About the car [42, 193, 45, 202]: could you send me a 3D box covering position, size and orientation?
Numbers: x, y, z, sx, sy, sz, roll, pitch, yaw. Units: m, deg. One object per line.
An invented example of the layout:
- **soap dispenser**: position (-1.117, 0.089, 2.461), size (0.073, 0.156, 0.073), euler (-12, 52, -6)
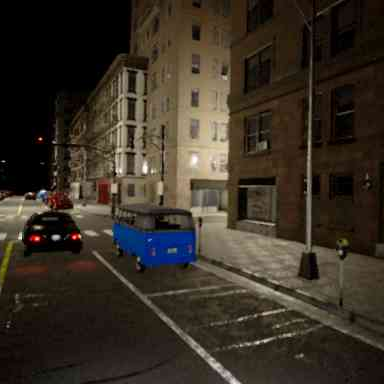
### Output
- **car**: position (-20.600, 1.118, 49.076), size (1.887, 1.381, 4.507), euler (1, 0, -27)

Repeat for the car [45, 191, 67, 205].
- **car**: position (-15.764, 0.989, 39.396), size (2.192, 1.841, 5.009), euler (1, 0, -27)

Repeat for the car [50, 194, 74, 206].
- **car**: position (-13.353, 1.268, 34.557), size (1.887, 1.381, 4.507), euler (1, 0, -27)

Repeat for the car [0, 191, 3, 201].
- **car**: position (-30.195, 0.952, 50.332), size (1.947, 1.339, 4.313), euler (1, 0, -27)

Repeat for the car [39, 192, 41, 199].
- **car**: position (-25.432, 1.038, 58.756), size (1.947, 1.339, 4.313), euler (1, 0, -27)

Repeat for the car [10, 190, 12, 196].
- **car**: position (-42.268, 0.444, 74.531), size (2.192, 1.841, 5.009), euler (1, 0, -27)

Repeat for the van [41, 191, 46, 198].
- **van**: position (-23.012, 0.864, 53.917), size (1.690, 1.788, 3.998), euler (1, 0, -27)

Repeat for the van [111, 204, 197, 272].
- **van**: position (-1.345, 1.310, 10.507), size (1.690, 1.788, 3.998), euler (1, 0, -27)

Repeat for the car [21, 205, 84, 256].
- **car**: position (-5.349, 1.437, 12.614), size (2.033, 1.411, 5.357), euler (1, 0, -27)

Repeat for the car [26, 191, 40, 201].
- **car**: position (-29.205, 0.944, 60.412), size (2.033, 1.411, 5.357), euler (1, 0, -27)

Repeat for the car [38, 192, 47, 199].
- **car**: position (-35.170, 0.790, 78.268), size (1.752, 1.417, 4.829), euler (1, 0, -27)

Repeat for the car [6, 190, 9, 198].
- **car**: position (-37.442, 0.798, 64.851), size (1.947, 1.339, 4.313), euler (1, 0, -27)

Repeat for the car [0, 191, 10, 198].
- **car**: position (-44.686, 0.518, 79.371), size (1.967, 1.590, 4.097), euler (1, 0, -27)

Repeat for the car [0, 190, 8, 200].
- **car**: position (-35.026, 0.834, 60.012), size (2.008, 1.369, 4.403), euler (1, 0, -27)

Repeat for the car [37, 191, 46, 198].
- **car**: position (-37.508, 0.655, 82.955), size (1.967, 1.590, 4.097), euler (1, 0, -27)

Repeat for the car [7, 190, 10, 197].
- **car**: position (-39.858, 0.762, 69.691), size (1.802, 1.307, 4.206), euler (1, 0, -27)
